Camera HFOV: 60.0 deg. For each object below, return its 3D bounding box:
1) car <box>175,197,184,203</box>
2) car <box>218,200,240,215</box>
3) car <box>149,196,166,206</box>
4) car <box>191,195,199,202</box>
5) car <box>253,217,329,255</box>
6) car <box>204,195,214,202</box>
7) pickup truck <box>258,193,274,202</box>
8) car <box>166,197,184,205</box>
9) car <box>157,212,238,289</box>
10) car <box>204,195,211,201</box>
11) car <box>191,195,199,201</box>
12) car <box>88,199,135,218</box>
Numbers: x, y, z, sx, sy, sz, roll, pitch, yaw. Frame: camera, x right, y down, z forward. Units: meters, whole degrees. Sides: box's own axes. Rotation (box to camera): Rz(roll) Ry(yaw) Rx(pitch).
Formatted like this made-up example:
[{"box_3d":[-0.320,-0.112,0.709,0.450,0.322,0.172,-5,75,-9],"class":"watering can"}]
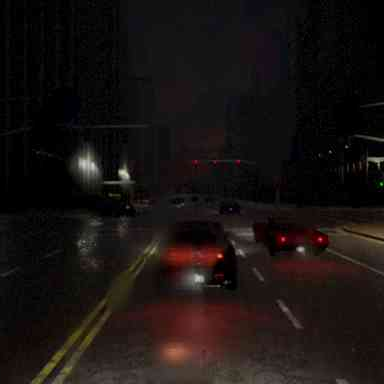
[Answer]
[{"box_3d":[-2.837,1.804,75.915,1.895,1.301,4.718,0,0,1],"class":"car"},{"box_3d":[3.903,1.576,35.396,1.882,1.535,5.008,0,0,1],"class":"car"},{"box_3d":[-6.521,1.518,60.471,2.097,1.767,4.553,0,0,1],"class":"car"},{"box_3d":[0.705,1.710,80.726,1.837,1.490,4.892,0,0,1],"class":"car"},{"box_3d":[3.698,1.639,13.416,1.895,1.301,4.718,0,0,1],"class":"car"},{"box_3d":[4.209,1.765,81.094,1.994,1.385,4.181,0,0,1],"class":"car"},{"box_3d":[17.289,1.273,76.413,2.390,2.098,6.274,0,0,31],"class":"pickup truck"},{"box_3d":[-3.020,1.730,60.480,1.994,1.385,4.181,0,0,1],"class":"car"},{"box_3d":[0.139,1.530,9.200,1.837,1.490,4.892,0,0,1],"class":"car"},{"box_3d":[4.296,1.600,91.080,1.812,1.442,4.674,0,0,1],"class":"car"},{"box_3d":[0.797,1.628,91.111,1.994,1.385,4.181,0,0,1],"class":"car"},{"box_3d":[-7.507,1.435,30.714,4.553,1.767,2.097,0,0,33],"class":"car"}]
